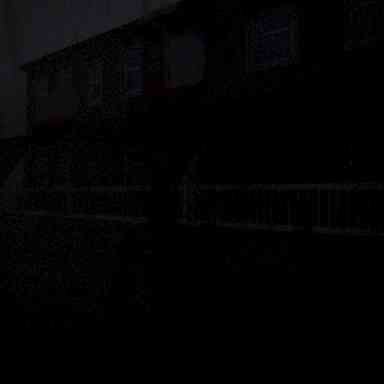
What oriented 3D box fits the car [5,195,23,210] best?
[{"bbox_3d":[-15.397,1.057,27.943,1.994,1.385,4.181,0,14,34],"label":"car"}]
